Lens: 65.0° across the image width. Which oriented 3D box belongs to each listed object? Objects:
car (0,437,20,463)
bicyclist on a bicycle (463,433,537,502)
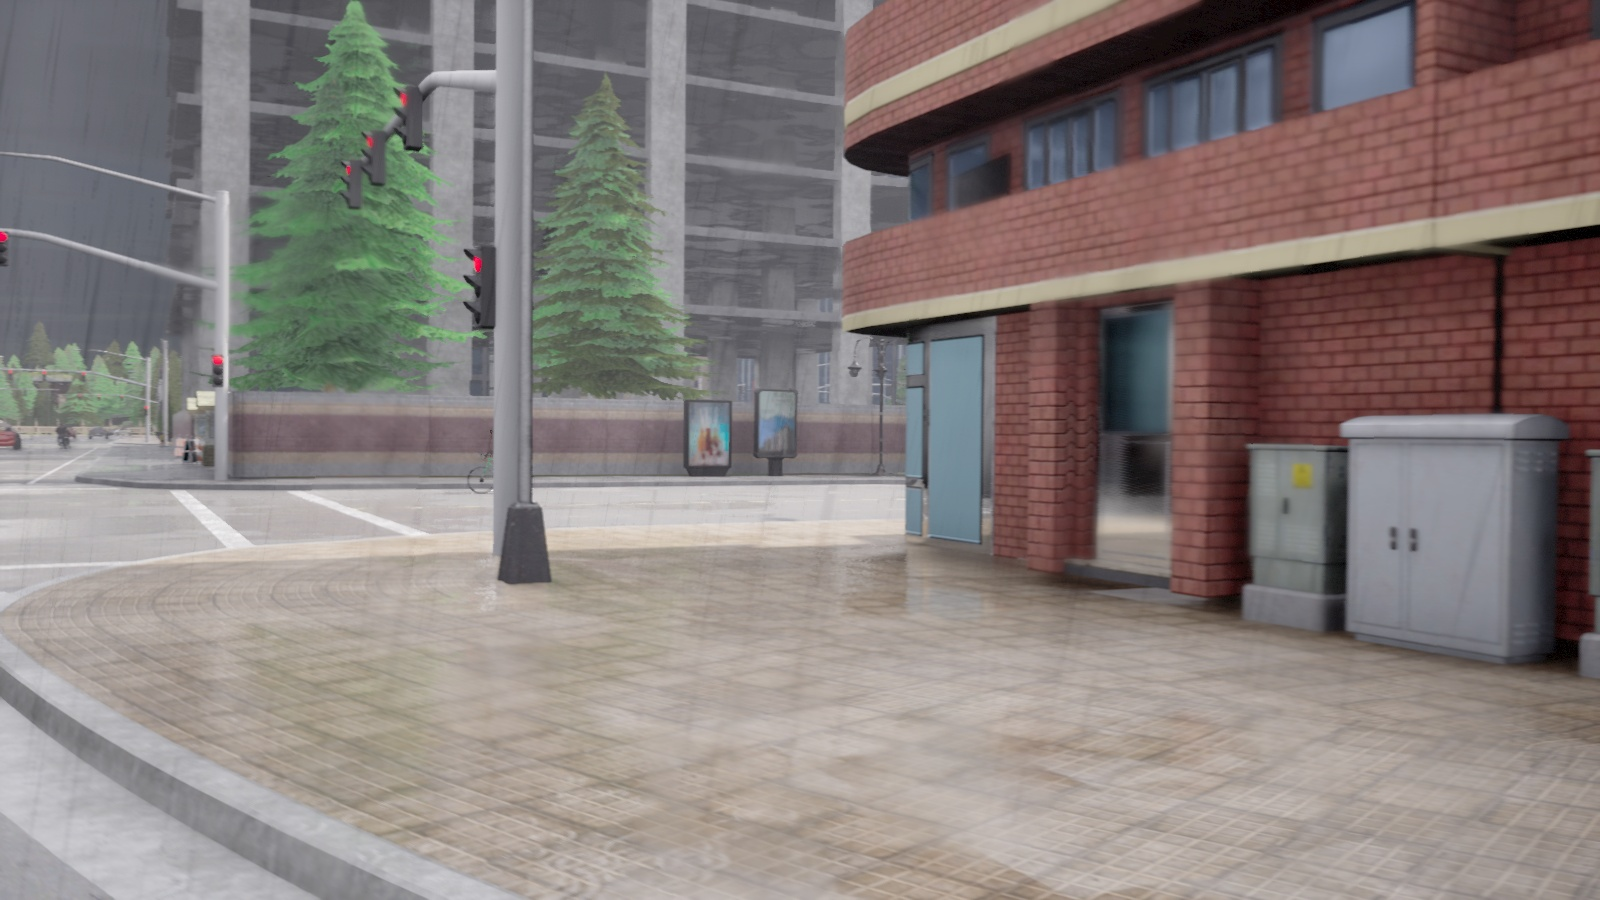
[{"bbox_3d":[-51.679,-0.010,80.763,2.242,1.667,4.611,-1,1,-28],"label":"car"},{"bbox_3d":[-7.364,0.413,30.862,1.656,1.620,0.582,-1,1,-28],"label":"bicyclist on a bicycle"}]
